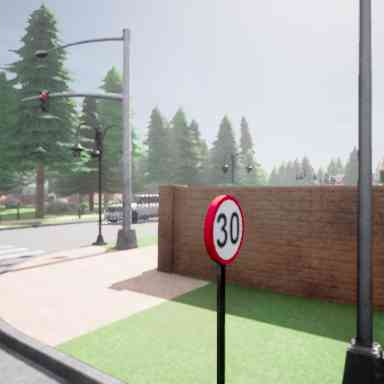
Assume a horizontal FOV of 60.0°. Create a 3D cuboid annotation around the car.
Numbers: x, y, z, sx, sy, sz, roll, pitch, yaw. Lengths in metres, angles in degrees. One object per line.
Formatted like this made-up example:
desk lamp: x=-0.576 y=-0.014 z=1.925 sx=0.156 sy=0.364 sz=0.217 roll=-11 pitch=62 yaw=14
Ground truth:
car: x=-3.829 y=1.178 z=24.399 sx=2.150 sy=2.045 sz=5.566 roll=0 pitch=0 yaw=35
